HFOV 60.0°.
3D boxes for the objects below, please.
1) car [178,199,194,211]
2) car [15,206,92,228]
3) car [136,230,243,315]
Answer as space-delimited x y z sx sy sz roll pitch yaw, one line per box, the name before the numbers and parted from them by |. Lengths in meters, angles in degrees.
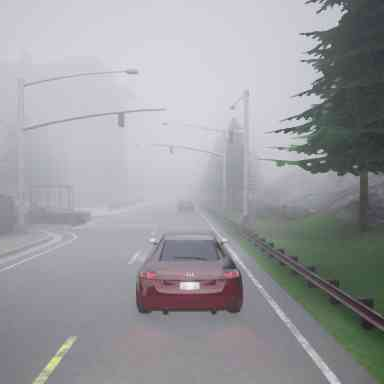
car | -0.731 1.564 40.371 1.994 1.385 4.181 0 0 -2
car | -9.050 1.587 21.774 4.718 1.301 1.895 0 0 1
car | -0.072 1.564 7.657 1.994 1.385 4.181 0 0 -1
